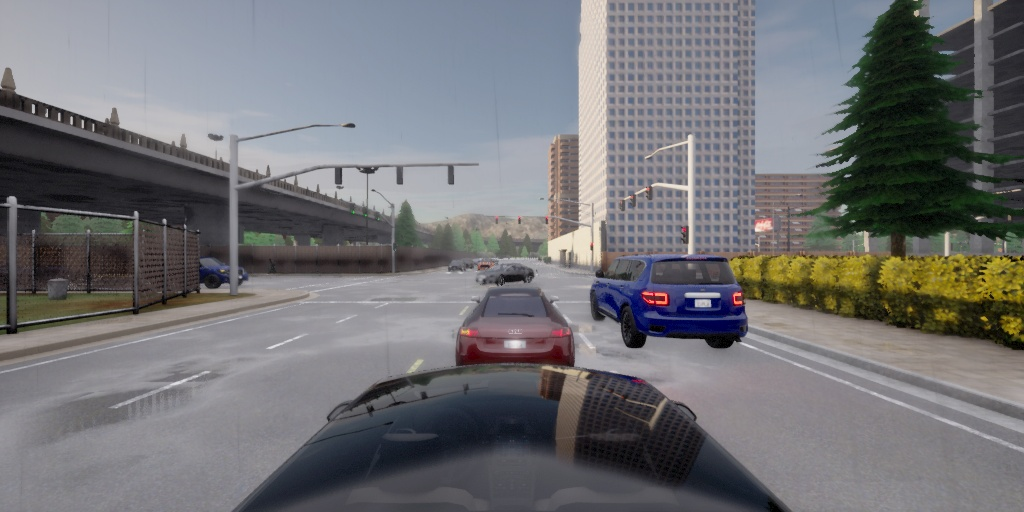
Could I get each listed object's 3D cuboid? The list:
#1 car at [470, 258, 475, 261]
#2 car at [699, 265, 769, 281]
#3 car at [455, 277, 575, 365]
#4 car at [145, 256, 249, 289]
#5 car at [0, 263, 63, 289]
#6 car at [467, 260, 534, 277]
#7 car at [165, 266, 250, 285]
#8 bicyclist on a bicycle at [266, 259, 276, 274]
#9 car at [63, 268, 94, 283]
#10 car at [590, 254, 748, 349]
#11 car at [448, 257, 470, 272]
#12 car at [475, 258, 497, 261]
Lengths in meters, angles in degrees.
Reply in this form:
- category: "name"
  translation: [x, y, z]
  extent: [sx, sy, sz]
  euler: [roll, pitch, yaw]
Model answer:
- category: "car"
  translation: [-7.083, 1.102, 55.578]
  extent: [2.097, 1.767, 4.553]
  euler: [0, 0, 0]
- category: "car"
  translation: [18.783, 1.406, 30.467]
  extent: [4.718, 1.301, 1.895]
  euler: [0, 0, 0]
- category: "car"
  translation: [0.064, 1.314, 7.465]
  extent: [1.994, 1.385, 4.181]
  euler: [0, 0, 0]
- category: "car"
  translation: [-20.320, 1.028, 23.188]
  extent: [5.566, 2.045, 2.150]
  euler: [0, 0, 0]
- category: "car"
  translation: [-33.113, 1.352, 23.163]
  extent: [5.357, 1.411, 2.033]
  euler: [0, 0, 0]
- category: "car"
  translation: [-0.432, 1.272, 24.901]
  extent: [2.128, 1.511, 4.902]
  euler: [0, 0, 40]
- category: "car"
  translation: [-22.574, 1.406, 26.684]
  extent: [4.718, 1.301, 1.895]
  euler: [0, 0, 0]
- category: "bicyclist on a bicycle"
  translation: [-25.293, 1.106, 37.661]
  extent: [0.582, 1.620, 1.656]
  euler: [0, 0, 0]
- category: "car"
  translation: [-34.643, 1.352, 26.661]
  extent: [5.357, 1.411, 2.033]
  euler: [0, 0, 0]
- category: "car"
  translation: [3.570, 0.971, 9.331]
  extent: [2.150, 2.045, 5.566]
  euler: [0, 0, 1]
- category: "car"
  translation: [-7.088, 1.254, 46.694]
  extent: [1.837, 1.490, 4.892]
  euler: [0, 0, 0]
- category: "car"
  translation: [-3.581, 1.102, 49.836]
  extent: [2.097, 1.767, 4.553]
  euler: [0, 0, 0]
